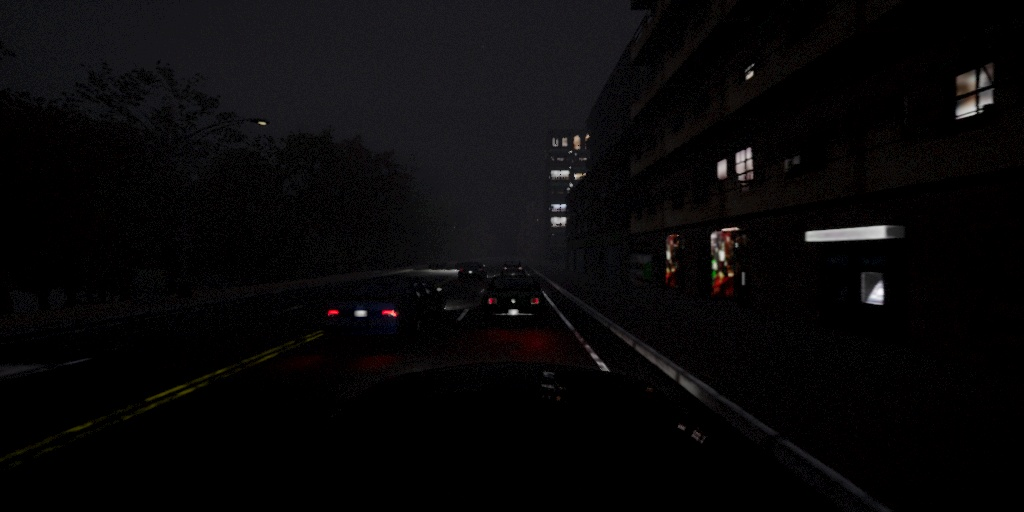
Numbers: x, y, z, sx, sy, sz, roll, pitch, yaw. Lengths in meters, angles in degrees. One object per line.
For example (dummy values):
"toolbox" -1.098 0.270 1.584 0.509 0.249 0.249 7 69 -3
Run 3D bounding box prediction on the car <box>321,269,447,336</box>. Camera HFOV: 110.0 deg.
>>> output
"car" -3.204 1.257 10.138 2.033 1.411 5.357 0 0 0

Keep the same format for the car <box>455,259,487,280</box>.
"car" -3.174 1.181 29.451 1.994 1.385 4.181 0 0 0

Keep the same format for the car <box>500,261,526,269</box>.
"car" 0.073 1.112 28.888 2.128 1.511 4.902 0 0 0

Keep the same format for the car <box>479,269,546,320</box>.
"car" 0.064 1.299 12.430 1.895 1.301 4.718 0 0 0

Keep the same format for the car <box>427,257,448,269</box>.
"car" -9.819 0.881 47.535 2.097 1.767 4.553 0 0 0

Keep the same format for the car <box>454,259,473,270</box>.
"car" -6.562 1.126 48.674 1.895 1.301 4.718 0 0 0
